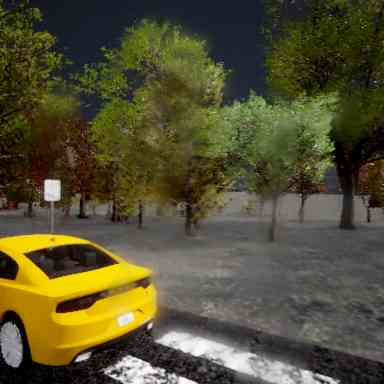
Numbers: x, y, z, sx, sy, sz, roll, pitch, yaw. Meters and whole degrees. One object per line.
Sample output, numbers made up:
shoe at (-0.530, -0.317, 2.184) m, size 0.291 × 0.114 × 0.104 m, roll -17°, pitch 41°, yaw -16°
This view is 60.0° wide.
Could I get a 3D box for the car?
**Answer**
car at (-2.866, 1.492, 5.738) m, size 5.008 × 1.535 × 1.882 m, roll 0°, pitch 0°, yaw 36°
